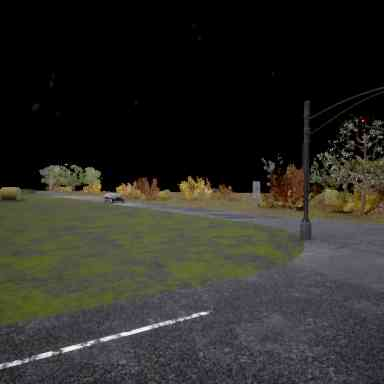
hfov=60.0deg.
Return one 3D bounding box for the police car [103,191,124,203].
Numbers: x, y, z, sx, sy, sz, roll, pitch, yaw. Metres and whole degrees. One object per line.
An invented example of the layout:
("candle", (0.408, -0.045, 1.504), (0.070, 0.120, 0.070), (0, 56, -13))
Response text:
("police car", (-11.663, 0.744, 49.702), (1.930, 1.638, 5.238), (1, 0, -32))
